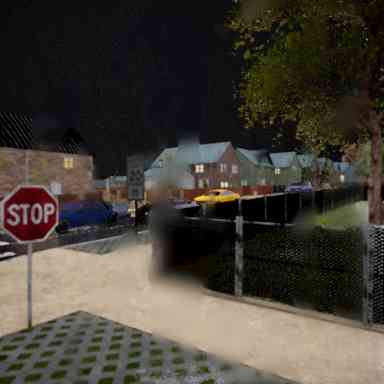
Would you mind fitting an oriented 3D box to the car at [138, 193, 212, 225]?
[{"bbox_3d":[-1.026,0.962,18.050,1.994,1.385,4.181,0,2,36],"label":"car"}]

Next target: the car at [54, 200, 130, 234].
[{"bbox_3d":[-5.549,1.101,16.714,2.033,1.411,5.357,-1,2,35],"label":"car"}]

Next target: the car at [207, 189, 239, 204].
[{"bbox_3d":[2.087,0.563,27.287,1.882,1.535,5.008,0,2,36],"label":"car"}]

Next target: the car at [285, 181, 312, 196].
[{"bbox_3d":[14.071,-0.402,43.702,2.150,2.045,5.566,0,1,36],"label":"car"}]
